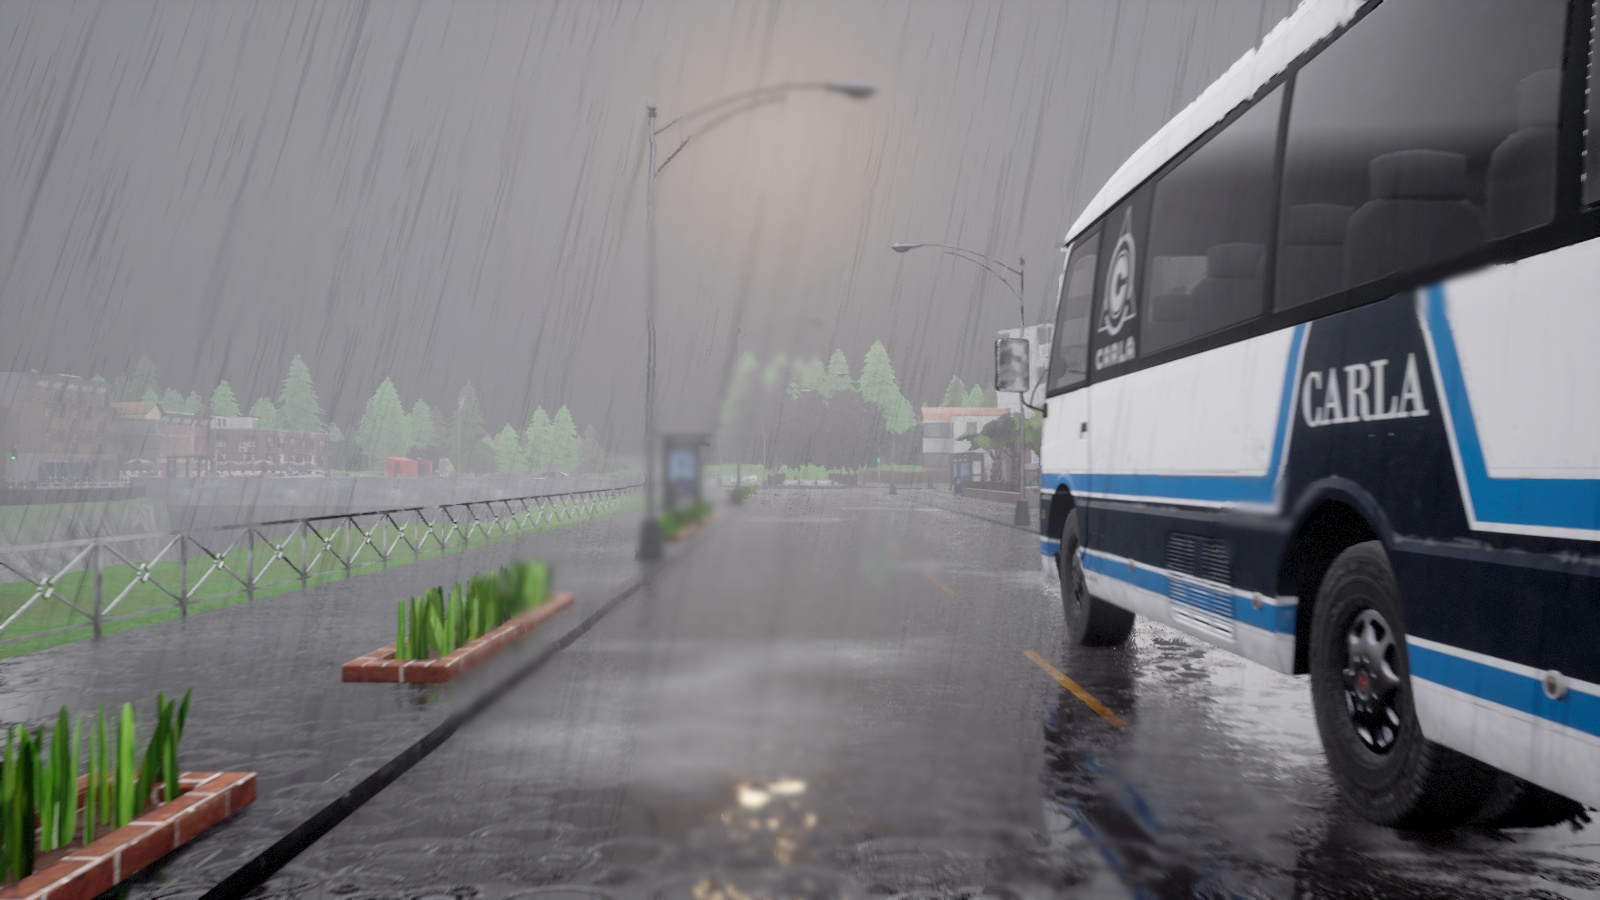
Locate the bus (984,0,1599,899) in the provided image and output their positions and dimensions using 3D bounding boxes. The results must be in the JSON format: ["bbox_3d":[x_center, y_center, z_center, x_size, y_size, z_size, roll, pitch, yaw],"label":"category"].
[{"bbox_3d":[3.974,-0.437,8.380,3.944,4.253,10.273,0,-1,0],"label":"bus"}]
